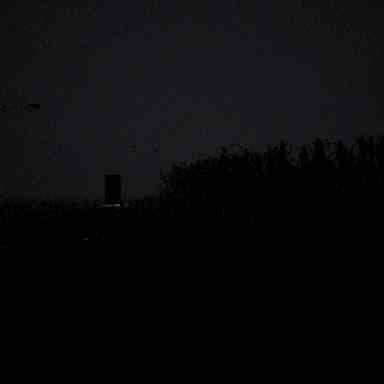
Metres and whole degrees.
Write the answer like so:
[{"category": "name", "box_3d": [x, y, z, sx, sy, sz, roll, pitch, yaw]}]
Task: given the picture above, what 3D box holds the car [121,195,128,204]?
[{"category": "car", "box_3d": [-11.229, 1.160, 52.393, 2.033, 1.411, 5.357, -1, 1, -4]}]
